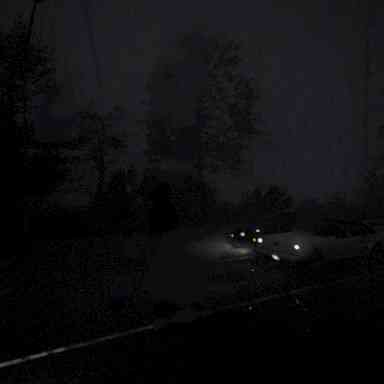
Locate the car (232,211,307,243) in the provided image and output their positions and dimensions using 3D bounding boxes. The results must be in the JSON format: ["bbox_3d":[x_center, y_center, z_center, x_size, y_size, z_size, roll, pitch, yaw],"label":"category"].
[{"bbox_3d":[3.778,1.512,14.344,4.181,1.385,1.994,0,0,-29],"label":"car"}]

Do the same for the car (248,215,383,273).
[{"bbox_3d":[4.312,1.563,10.665,4.718,1.301,1.895,0,0,-30],"label":"car"}]
